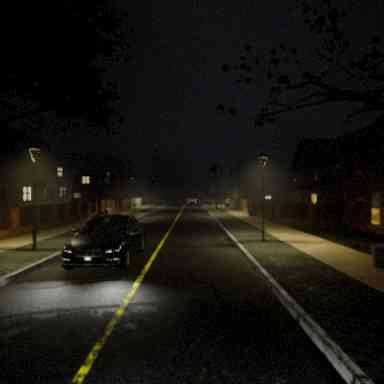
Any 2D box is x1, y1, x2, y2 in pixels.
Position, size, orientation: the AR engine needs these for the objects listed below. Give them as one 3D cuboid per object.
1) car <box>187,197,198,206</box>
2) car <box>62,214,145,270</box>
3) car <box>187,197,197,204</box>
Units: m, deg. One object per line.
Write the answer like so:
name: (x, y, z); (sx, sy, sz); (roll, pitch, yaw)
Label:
car: (0.024, 1.870, 59.074); (1.895, 1.301, 4.718); (0, 0, 0)
car: (-2.759, 1.558, 11.280); (1.837, 1.490, 4.892); (0, -1, 0)
car: (0.027, 1.782, 69.197); (2.033, 1.411, 5.357); (0, 0, 0)
